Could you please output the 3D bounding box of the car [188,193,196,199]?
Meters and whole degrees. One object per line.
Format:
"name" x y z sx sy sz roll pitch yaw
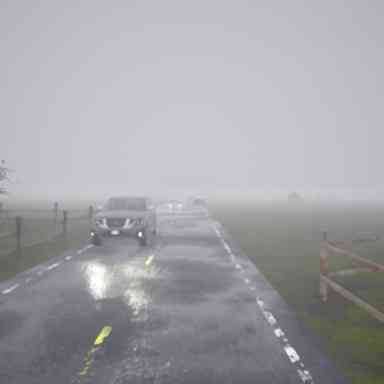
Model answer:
"car" 0.003 0.962 82.916 1.812 1.442 4.674 0 0 0

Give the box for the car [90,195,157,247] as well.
"car" -2.850 1.161 15.097 2.150 2.045 5.566 0 0 0

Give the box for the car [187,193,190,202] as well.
"car" 0.002 1.197 66.538 1.837 1.490 4.892 0 0 0

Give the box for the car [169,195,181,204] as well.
"car" -2.807 1.281 55.342 1.812 1.442 4.674 0 0 0

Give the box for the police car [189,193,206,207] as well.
"police car" 0.964 1.217 47.475 1.930 1.638 5.238 0 0 0
